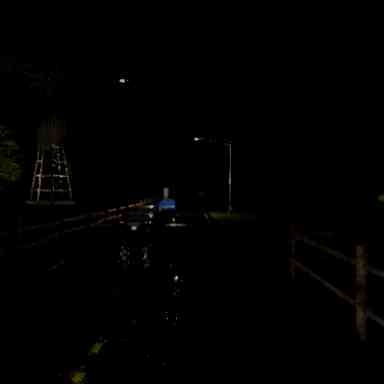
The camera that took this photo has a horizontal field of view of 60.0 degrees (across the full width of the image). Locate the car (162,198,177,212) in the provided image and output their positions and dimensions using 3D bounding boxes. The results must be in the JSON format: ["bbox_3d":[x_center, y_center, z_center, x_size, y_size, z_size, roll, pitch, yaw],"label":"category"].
[{"bbox_3d":[-2.768,1.503,38.359,1.882,1.535,5.008,0,0,0],"label":"car"}]

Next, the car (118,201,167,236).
[{"bbox_3d":[-2.813,1.501,18.627,2.128,1.511,4.902,0,0,0],"label":"car"}]
